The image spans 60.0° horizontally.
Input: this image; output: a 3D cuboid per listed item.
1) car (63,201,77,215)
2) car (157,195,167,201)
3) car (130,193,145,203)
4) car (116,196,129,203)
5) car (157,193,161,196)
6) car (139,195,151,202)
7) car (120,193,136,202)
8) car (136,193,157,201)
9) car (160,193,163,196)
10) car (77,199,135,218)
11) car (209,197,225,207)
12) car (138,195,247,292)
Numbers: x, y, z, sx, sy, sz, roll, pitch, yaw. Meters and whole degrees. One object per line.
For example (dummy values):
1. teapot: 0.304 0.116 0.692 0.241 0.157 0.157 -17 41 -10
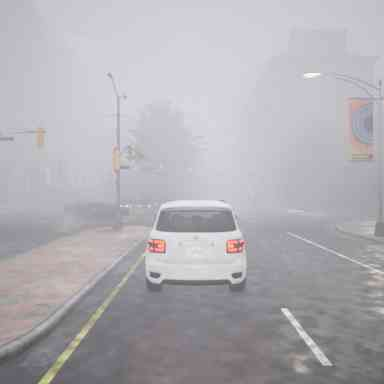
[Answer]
1. car: -10.093 1.491 32.745 4.902 1.511 2.128 0 0 0
2. car: -7.733 1.552 86.256 1.994 1.385 4.181 0 0 0
3. car: -11.285 1.225 69.639 2.150 2.045 5.566 0 0 0
4. car: -14.534 1.595 69.768 1.895 1.301 4.718 0 0 0
5. car: -7.818 1.525 66.824 1.812 1.442 4.674 0 0 1
6. car: -11.252 1.525 80.077 2.128 1.511 4.902 0 0 0
7. car: -11.384 1.491 59.720 2.128 1.511 4.902 0 0 1
8. car: -7.902 1.352 57.940 2.097 1.767 4.553 0 0 0
9. car: -7.764 1.225 76.441 2.150 2.045 5.566 0 0 0
10. car: -7.476 1.564 29.251 4.181 1.385 1.994 0 0 0
11. car: 3.906 1.547 52.957 2.033 1.411 5.357 0 0 -2
12. car: 0.099 1.221 9.059 2.150 2.045 5.566 0 0 0
